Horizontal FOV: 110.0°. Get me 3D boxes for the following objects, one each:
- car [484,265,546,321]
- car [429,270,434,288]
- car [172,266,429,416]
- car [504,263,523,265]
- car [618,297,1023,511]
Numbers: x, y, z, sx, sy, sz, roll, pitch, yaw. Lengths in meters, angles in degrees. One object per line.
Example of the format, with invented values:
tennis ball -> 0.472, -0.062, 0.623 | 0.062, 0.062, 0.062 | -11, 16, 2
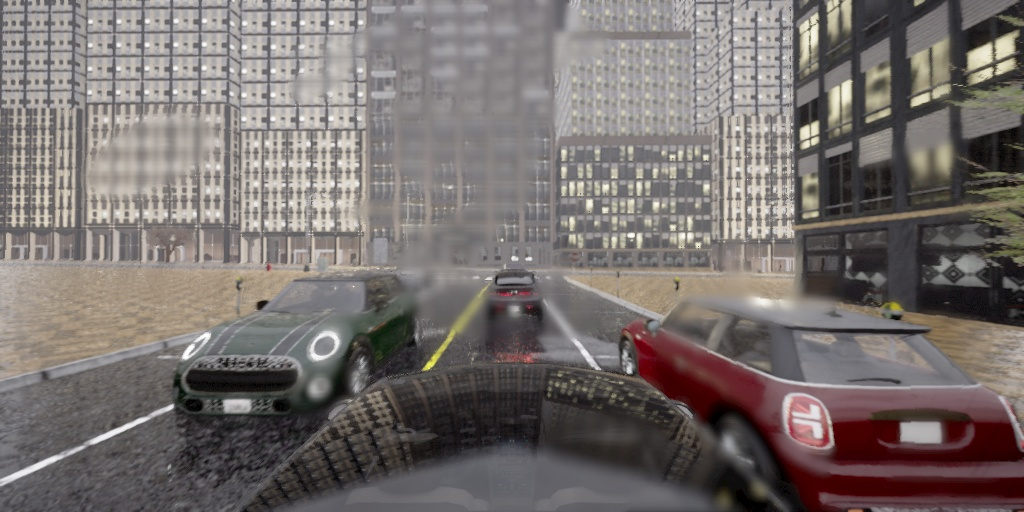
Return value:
car -> 0.099, 1.255, 12.486 | 1.837, 1.490, 4.892 | 0, 0, 0
car -> -5.822, 1.298, 21.239 | 2.007, 1.370, 4.403 | 0, 0, 0
car -> -3.089, 1.102, 6.293 | 2.097, 1.767, 4.553 | 0, 0, 0
car -> 0.096, 1.237, 24.065 | 2.128, 1.511, 4.902 | 0, 0, 0
car -> 2.691, 1.189, 4.305 | 1.967, 1.591, 4.097 | 0, 0, 0
